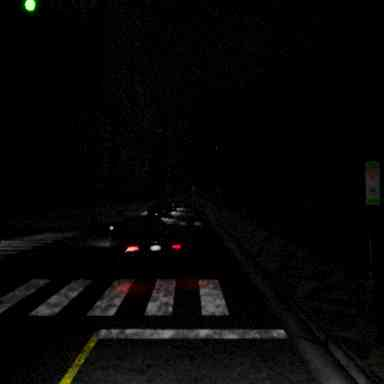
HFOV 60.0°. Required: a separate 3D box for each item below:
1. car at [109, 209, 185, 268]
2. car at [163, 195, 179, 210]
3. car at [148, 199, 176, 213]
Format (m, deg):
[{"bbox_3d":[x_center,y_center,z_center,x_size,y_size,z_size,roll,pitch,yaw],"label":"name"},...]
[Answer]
[{"bbox_3d":[-1.730,1.545,11.385,2.033,1.411,5.357,1,0,-17],"label":"car"},{"bbox_3d":[-3.091,1.517,42.155,2.097,1.767,4.553,0,0,0],"label":"car"},{"bbox_3d":[-3.074,1.663,32.527,2.033,1.411,5.357,0,0,3],"label":"car"}]
